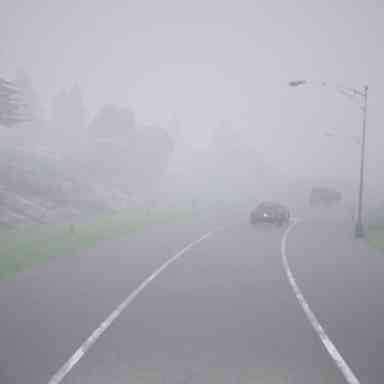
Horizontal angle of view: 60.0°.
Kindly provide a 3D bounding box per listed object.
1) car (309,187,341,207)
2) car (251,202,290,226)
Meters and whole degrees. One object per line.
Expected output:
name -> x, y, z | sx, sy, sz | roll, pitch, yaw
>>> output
car -> 15.336, 0.472, 38.158 | 2.150, 2.045, 5.566 | 4, 5, 40
car -> 5.189, 1.317, 21.742 | 1.994, 1.385, 4.181 | 3, 2, 23
